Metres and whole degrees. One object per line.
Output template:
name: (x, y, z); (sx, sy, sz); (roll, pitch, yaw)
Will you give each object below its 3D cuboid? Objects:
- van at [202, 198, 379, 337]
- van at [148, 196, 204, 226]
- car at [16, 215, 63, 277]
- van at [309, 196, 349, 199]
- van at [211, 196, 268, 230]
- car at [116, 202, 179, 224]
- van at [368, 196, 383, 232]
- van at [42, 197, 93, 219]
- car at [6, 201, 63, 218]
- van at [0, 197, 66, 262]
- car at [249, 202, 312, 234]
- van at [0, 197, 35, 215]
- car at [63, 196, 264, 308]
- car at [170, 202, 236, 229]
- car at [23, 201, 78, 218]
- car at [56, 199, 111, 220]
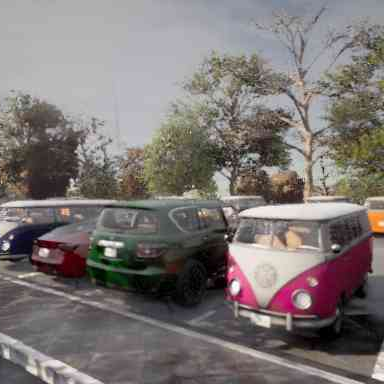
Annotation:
van: (2.250, 1.226, 6.491); (1.878, 1.987, 4.442); (0, 0, 36)
van: (-1.136, 1.339, 25.284); (1.878, 1.987, 4.442); (-1, -1, 36)
car: (-2.160, 1.492, 9.825); (2.163, 1.488, 4.792); (0, 0, 36)
van: (7.618, 1.215, 18.733); (1.878, 1.987, 4.442); (0, 0, 36)
van: (3.233, 1.269, 21.870); (1.878, 1.987, 4.442); (-1, -1, 36)
car: (-3.457, 1.601, 26.794); (2.231, 1.521, 4.892); (-1, -1, 36)
van: (10.114, 1.225, 17.233); (1.878, 1.987, 4.442); (0, 0, 36)
van: (-12.399, 1.515, 33.343); (1.878, 1.987, 4.442); (-1, -1, 36)
car: (-17.076, 1.810, 36.319); (1.946, 1.575, 5.366); (-1, -1, 36)
van: (-4.510, 1.272, 11.328); (1.878, 1.987, 4.442); (-1, -1, 36)
car: (5.559, 1.459, 20.356); (2.097, 1.535, 5.008); (-1, -1, 36)
van: (-21.506, 1.683, 39.860); (1.878, 1.987, 4.442); (-1, -1, 36)
car: (0.076, 1.191, 8.224); (2.435, 2.045, 5.566); (0, 0, 36)
car: (0.945, 1.527, 23.424); (1.946, 1.575, 5.366); (-1, -1, 36)
car: (-14.722, 1.777, 34.854); (2.231, 1.521, 4.892); (-1, -1, 36)
car: (-10.232, 1.580, 31.610); (2.185, 1.767, 4.553); (-1, -1, 36)
